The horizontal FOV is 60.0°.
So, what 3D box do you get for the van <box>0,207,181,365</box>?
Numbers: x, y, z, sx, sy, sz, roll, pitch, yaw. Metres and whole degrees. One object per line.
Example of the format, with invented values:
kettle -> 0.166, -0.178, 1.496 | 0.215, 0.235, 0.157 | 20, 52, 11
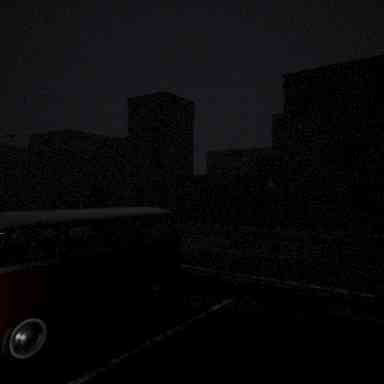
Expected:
van -> -2.151, 1.285, 5.791 | 1.878, 1.987, 4.442 | -1, 0, 36
